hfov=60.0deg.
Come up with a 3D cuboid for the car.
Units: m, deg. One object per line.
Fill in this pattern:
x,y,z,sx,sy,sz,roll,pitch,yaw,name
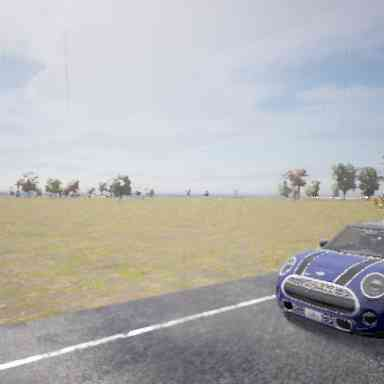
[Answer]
3.793,1.410,6.692,4.553,1.767,2.097,1,0,-35,car
